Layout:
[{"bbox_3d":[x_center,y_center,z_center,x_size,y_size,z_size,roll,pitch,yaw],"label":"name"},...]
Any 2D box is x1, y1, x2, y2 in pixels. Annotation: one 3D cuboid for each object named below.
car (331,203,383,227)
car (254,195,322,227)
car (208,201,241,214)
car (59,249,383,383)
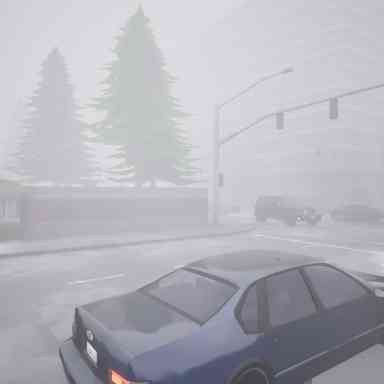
[{"bbox_3d":[12.174,1.542,23.159,1.837,1.490,4.892,0,0,-35],"label":"car"},{"bbox_3d":[6.650,1.273,23.832,2.150,2.045,5.566,0,0,-23],"label":"car"},{"bbox_3d":[3.321,1.619,35.789,1.994,1.385,4.181,0,0,-35],"label":"car"},{"bbox_3d":[1.110,1.547,4.573,5.357,1.411,2.033,0,0,-35],"label":"car"}]
